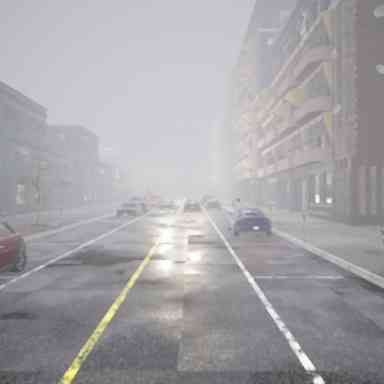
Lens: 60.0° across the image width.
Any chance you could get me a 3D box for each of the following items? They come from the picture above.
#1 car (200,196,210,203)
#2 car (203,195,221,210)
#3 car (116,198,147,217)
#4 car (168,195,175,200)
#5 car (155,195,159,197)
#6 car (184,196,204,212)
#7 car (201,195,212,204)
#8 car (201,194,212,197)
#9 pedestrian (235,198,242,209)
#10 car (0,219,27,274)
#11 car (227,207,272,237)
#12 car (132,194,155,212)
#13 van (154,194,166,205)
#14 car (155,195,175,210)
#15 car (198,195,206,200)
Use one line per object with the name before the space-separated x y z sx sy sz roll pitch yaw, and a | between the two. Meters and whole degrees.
car | 2.703 1.501 70.431 1.947 1.339 4.313 1 0 0
car | 2.703 1.503 41.998 1.887 1.381 4.507 1 0 0
car | -5.677 1.534 30.564 1.947 1.339 4.313 1 0 0
car | -5.643 1.448 92.949 1.752 1.417 4.829 1 0 0
car | -5.685 1.535 47.624 1.802 1.307 4.206 1 0 0
car | 0.054 1.525 37.950 1.994 1.385 4.181 0 0 0
car | 2.705 1.380 64.744 1.967 1.590 4.097 1 0 0
car | 2.707 1.259 59.057 2.192 1.841 5.009 1 0 0
pedestrian | 2.955 1.272 20.735 0.375 1.860 0.375 1 -1 0
car | -5.675 1.431 7.816 1.967 1.590 4.097 1 0 0
car | 3.000 1.507 17.881 1.812 1.442 4.674 0 0 0
car | -5.672 1.278 36.250 2.192 1.841 5.009 1 0 0
van | -5.643 1.285 58.997 1.690 1.788 3.998 1 0 0
car | -3.082 1.506 41.761 2.033 1.411 5.357 0 0 0
car | 2.703 1.473 93.177 2.008 1.369 4.403 1 0 0
